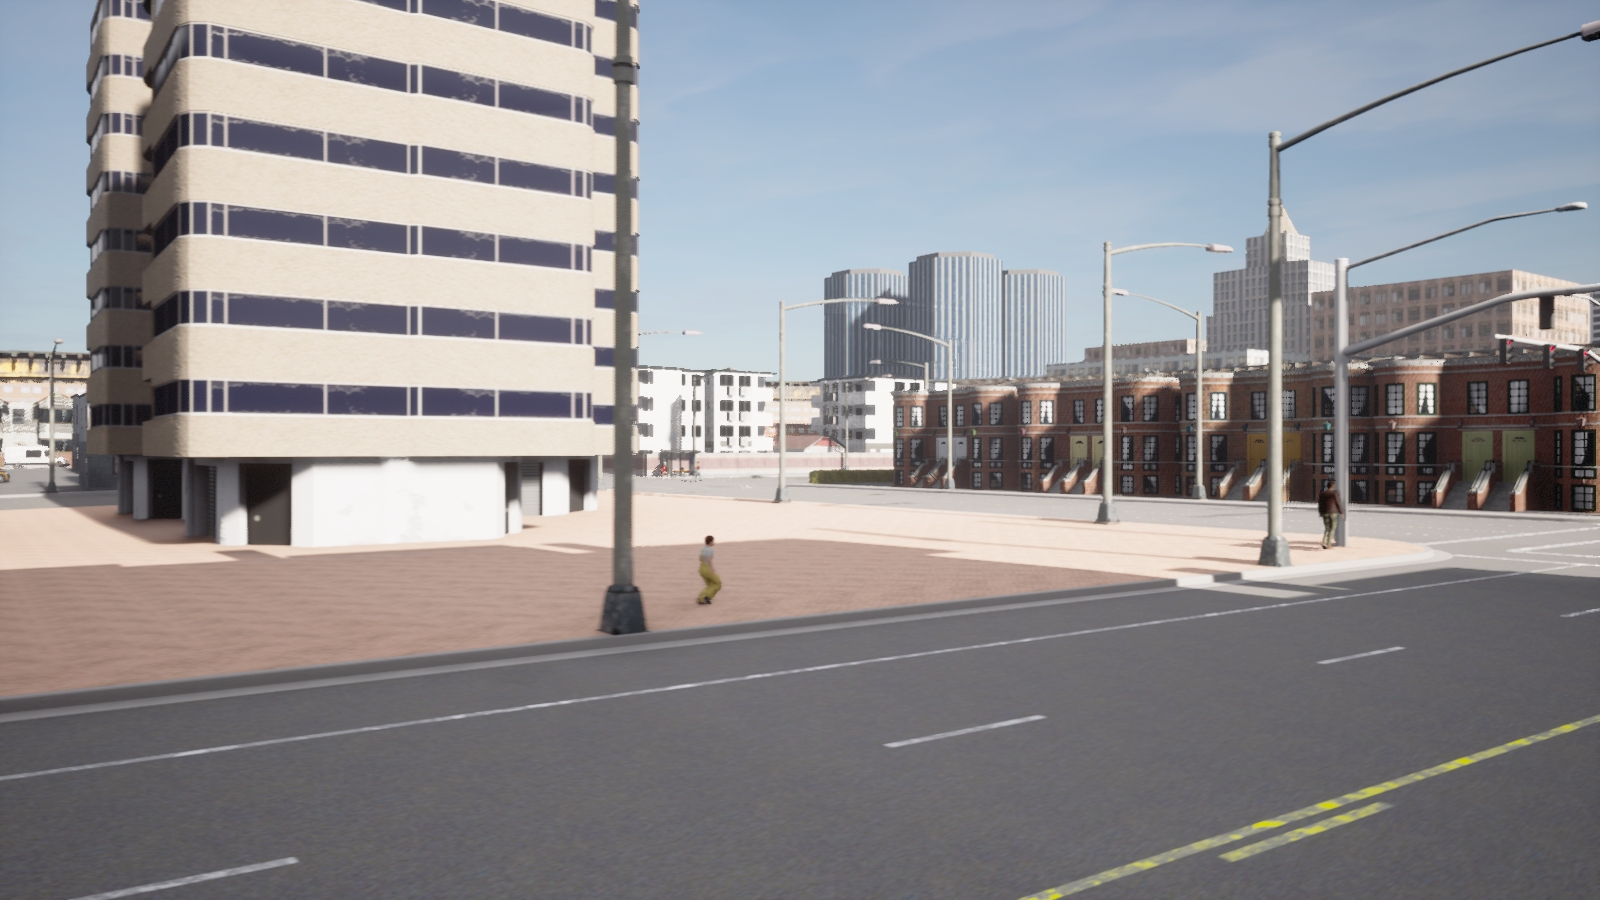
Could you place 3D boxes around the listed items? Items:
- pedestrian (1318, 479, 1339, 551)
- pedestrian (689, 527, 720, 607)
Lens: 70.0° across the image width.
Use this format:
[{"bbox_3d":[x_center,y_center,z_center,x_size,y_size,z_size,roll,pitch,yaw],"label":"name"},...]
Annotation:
[{"bbox_3d":[13.829,1.697,29.910,0.375,1.860,0.375,0,0,-39],"label":"pedestrian"},{"bbox_3d":[-1.620,1.976,19.377,0.375,1.300,0.375,0,0,-33],"label":"pedestrian"}]
